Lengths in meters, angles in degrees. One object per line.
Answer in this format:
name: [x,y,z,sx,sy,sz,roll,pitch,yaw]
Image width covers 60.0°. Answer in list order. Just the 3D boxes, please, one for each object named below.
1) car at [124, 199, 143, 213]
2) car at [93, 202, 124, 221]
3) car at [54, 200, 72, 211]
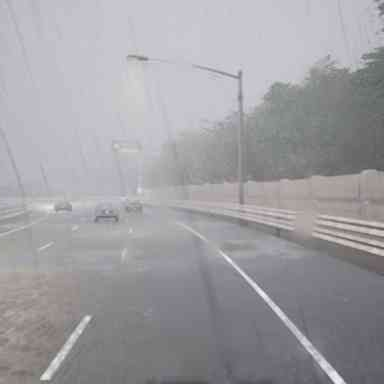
car: [-6.903,1.572,37.801,2.128,1.511,4.902,-1,0,-21]
car: [-7.213,1.630,27.922,2.033,1.411,5.357,-1,0,-16]
car: [-16.996,1.758,43.704,1.994,1.385,4.181,-1,0,-26]
